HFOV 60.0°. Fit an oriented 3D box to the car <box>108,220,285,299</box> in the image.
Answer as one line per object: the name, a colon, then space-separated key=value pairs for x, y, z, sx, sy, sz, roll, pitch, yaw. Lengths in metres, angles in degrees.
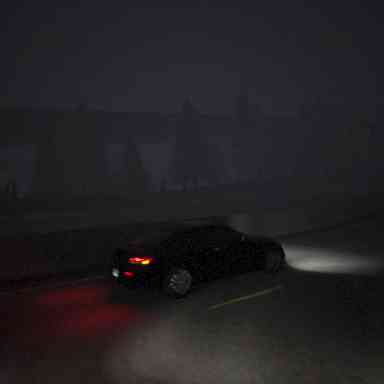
car: x=0.276 y=1.437 z=8.243 sx=4.674 sy=1.442 sz=1.812 roll=-2 pitch=1 yaw=-35
